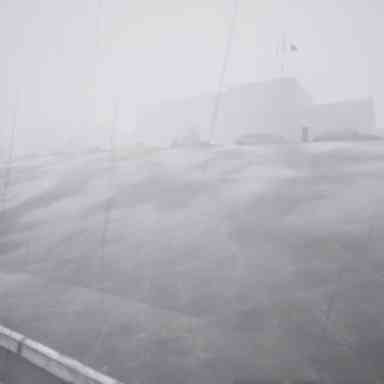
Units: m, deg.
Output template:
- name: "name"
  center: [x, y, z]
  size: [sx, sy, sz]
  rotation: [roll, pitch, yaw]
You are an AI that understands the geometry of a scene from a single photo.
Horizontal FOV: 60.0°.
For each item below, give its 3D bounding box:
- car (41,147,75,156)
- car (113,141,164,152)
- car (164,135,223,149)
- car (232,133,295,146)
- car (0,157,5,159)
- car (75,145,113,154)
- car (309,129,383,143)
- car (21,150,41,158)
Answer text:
- name: "car"
  center: [-13.734, -4.092, 36.225]
  size: [4.892, 1.521, 2.231]
  rotation: [1, 1, 34]
- name: "car"
  center: [-4.376, -3.849, 30.267]
  size: [5.008, 1.535, 2.097]
  rotation: [2, 1, 32]
- name: "car"
  center: [0.377, -3.851, 27.451]
  size: [4.553, 1.767, 2.185]
  rotation: [1, 1, 31]
- name: "car"
  center: [5.369, -3.568, 24.651]
  size: [4.792, 1.488, 2.163]
  rotation: [1, 1, 29]
- name: "car"
  center: [-27.340, -4.494, 45.484]
  size: [4.553, 1.767, 2.185]
  rotation: [1, 1, 34]
- name: "car"
  center: [-9.088, -3.933, 33.197]
  size: [4.674, 1.452, 2.002]
  rotation: [1, 1, 33]
- name: "car"
  center: [10.232, -3.435, 22.043]
  size: [4.674, 1.452, 2.002]
  rotation: [1, 1, 28]
- name: "car"
  center: [-18.300, -4.193, 39.325]
  size: [4.892, 1.521, 2.231]
  rotation: [1, 1, 34]
